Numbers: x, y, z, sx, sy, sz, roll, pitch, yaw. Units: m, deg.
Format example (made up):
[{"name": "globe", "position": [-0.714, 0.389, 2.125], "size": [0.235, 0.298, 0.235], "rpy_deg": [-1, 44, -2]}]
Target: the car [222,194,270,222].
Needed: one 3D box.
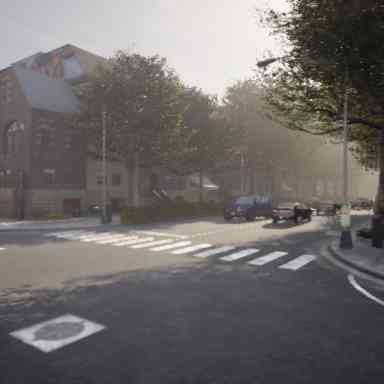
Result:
[{"name": "car", "position": [4.568, 1.219, 26.613], "size": [2.150, 2.045, 5.566], "rpy_deg": [0, 0, 35]}]

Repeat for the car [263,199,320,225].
[{"name": "car", "position": [7.314, 1.489, 24.105], "size": [2.128, 1.511, 4.902], "rpy_deg": [0, 0, 35]}]

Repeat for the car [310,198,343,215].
[{"name": "car", "position": [13.955, 1.491, 33.613], "size": [2.128, 1.511, 4.902], "rpy_deg": [0, 0, 36]}]

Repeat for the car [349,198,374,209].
[{"name": "car", "position": [23.147, 1.546, 44.882], "size": [5.357, 1.411, 2.033], "rpy_deg": [0, 0, -39]}]
